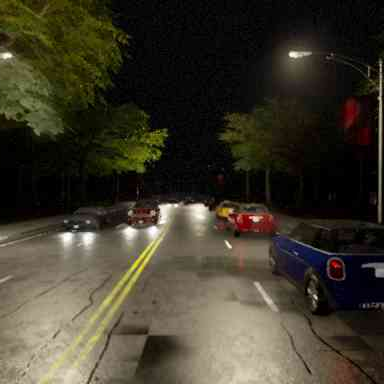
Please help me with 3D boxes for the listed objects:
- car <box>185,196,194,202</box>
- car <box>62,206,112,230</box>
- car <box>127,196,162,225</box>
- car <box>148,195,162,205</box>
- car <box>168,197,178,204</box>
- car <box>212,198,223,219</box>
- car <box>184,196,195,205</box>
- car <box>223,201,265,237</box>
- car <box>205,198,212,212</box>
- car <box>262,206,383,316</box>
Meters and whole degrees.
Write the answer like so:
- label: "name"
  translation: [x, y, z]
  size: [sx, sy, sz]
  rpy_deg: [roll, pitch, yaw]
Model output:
- label: "car"
  translation: [-0.683, 1.599, 76.717]
  size: [2.033, 1.411, 5.357]
  rpy_deg: [0, 0, -1]
- label: "car"
  translation: [-6.678, 1.625, 21.807]
  size: [2.033, 1.411, 5.357]
  rpy_deg: [0, 0, 0]
- label: "car"
  translation: [-3.445, 1.436, 24.615]
  size: [2.097, 1.767, 4.553]
  rpy_deg: [0, 0, 0]
- label: "car"
  translation: [-7.006, 1.468, 63.143]
  size: [2.097, 1.767, 4.553]
  rpy_deg: [0, 0, 0]
- label: "car"
  translation: [-3.772, 1.710, 65.300]
  size: [1.895, 1.301, 4.718]
  rpy_deg: [0, 0, 0]
- label: "car"
  translation: [3.121, 1.551, 29.975]
  size: [1.801, 1.575, 5.366]
  rpy_deg: [0, 0, 0]
- label: "car"
  translation: [-0.446, 1.664, 60.899]
  size: [2.033, 1.411, 5.357]
  rpy_deg: [0, 0, -1]
- label: "car"
  translation: [3.183, 1.420, 18.777]
  size: [2.097, 1.767, 4.553]
  rpy_deg: [0, 0, -1]
- label: "car"
  translation: [3.030, 1.540, 40.796]
  size: [2.033, 1.649, 4.856]
  rpy_deg: [0, 0, -1]
- label: "car"
  translation: [3.233, 1.385, 7.733]
  size: [2.097, 1.767, 4.553]
  rpy_deg: [0, 0, 0]
